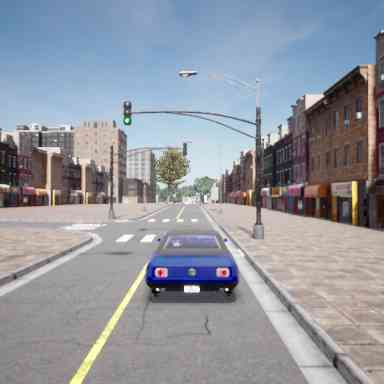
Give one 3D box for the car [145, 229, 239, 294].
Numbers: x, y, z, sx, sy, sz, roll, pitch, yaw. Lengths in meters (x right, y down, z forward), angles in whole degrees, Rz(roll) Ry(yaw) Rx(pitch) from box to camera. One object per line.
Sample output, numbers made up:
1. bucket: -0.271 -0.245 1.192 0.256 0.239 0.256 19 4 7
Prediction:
1. car: 0.015 1.621 8.768 1.895 1.301 4.718 0 0 0
